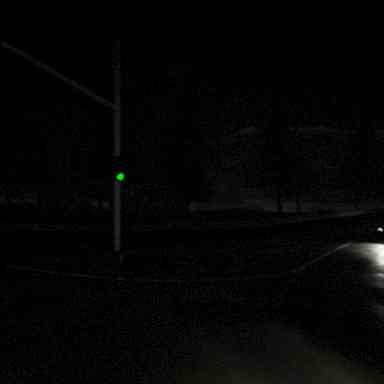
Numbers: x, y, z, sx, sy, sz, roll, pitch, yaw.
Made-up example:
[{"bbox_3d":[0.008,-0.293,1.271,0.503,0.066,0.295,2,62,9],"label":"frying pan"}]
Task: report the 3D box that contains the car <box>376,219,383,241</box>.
[{"bbox_3d":[10.505,1.541,15.997,2.033,1.411,5.357,0,0,43],"label":"car"}]
